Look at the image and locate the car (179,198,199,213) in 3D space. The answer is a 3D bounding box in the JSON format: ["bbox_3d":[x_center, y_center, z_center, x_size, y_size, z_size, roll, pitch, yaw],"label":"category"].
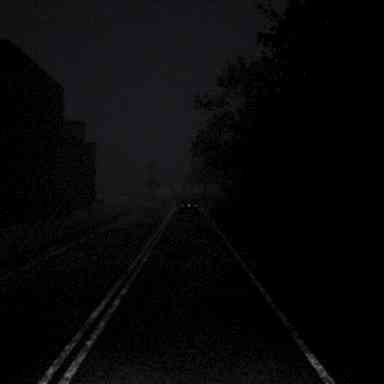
[{"bbox_3d":[-0.310,1.285,33.115,2.033,1.411,5.357,0,0,-1],"label":"car"}]

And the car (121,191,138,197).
[{"bbox_3d":[-13.912,0.450,74.081,1.994,1.385,4.181,0,0,26],"label":"car"}]
